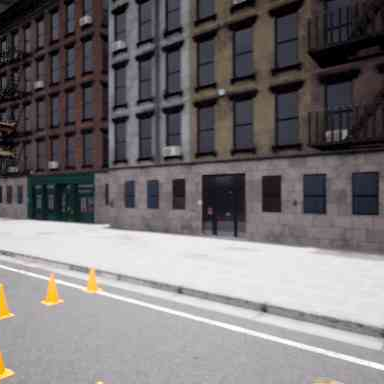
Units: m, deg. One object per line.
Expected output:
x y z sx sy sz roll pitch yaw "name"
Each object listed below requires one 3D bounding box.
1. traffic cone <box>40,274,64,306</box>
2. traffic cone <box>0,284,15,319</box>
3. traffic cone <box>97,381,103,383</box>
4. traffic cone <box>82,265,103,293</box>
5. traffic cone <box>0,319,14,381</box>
-2.892 1.986 6.883 0.340 0.580 0.340 0 0 36 "traffic cone"
-3.476 1.984 6.071 0.340 0.580 0.340 0 0 36 "traffic cone"
-0.811 1.968 2.925 0.340 0.580 0.340 0 0 36 "traffic cone"
-2.309 1.988 7.695 0.340 0.580 0.340 0 0 36 "traffic cone"
-2.435 1.976 4.092 0.340 0.580 0.340 0 0 36 "traffic cone"
